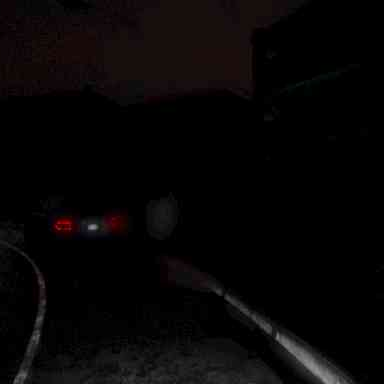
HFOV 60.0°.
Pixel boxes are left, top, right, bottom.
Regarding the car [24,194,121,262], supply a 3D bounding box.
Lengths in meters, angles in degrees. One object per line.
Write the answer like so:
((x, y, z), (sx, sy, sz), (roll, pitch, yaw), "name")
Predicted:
((-4.465, 1.073, 12.007), (2.150, 2.045, 5.566), (-1, 2, -35), "car")
